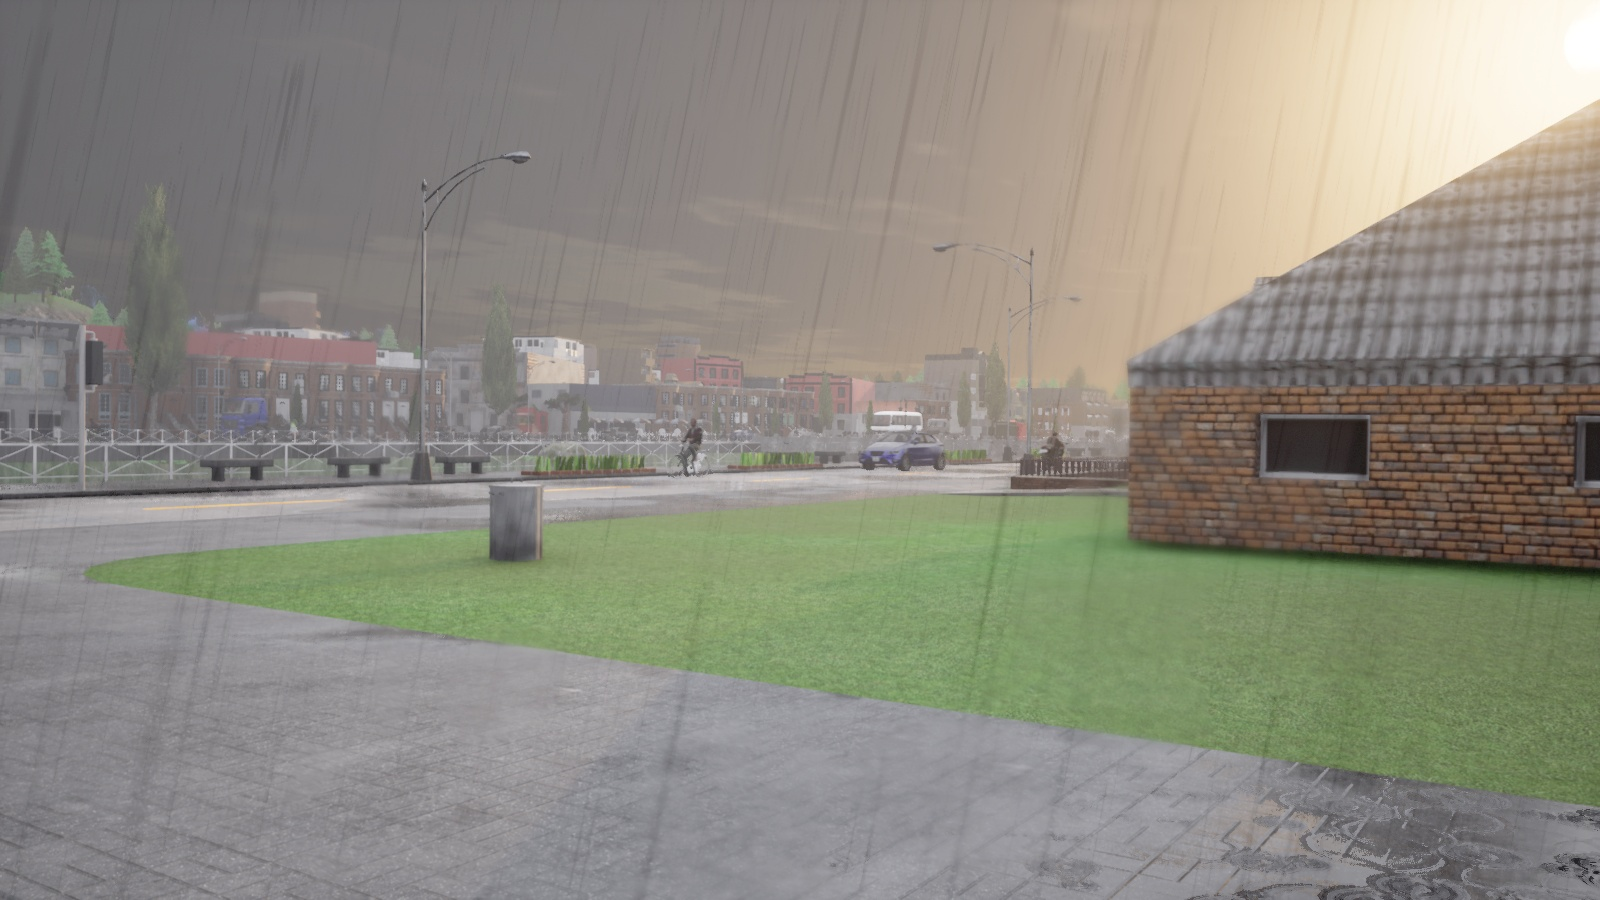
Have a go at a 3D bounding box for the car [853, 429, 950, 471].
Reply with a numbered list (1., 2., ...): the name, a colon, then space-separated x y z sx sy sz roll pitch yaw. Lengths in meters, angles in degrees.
1. car: 3.866 -0.037 47.019 1.816 1.474 4.193 0 1 34

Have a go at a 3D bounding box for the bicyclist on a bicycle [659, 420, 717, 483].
1. bicyclist on a bicycle: -3.231 0.030 36.330 0.659 1.776 1.843 0 1 34

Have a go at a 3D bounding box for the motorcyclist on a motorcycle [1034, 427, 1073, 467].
1. motorcyclist on a motorcycle: 9.863 -0.129 48.818 0.797 1.523 2.044 0 1 34
